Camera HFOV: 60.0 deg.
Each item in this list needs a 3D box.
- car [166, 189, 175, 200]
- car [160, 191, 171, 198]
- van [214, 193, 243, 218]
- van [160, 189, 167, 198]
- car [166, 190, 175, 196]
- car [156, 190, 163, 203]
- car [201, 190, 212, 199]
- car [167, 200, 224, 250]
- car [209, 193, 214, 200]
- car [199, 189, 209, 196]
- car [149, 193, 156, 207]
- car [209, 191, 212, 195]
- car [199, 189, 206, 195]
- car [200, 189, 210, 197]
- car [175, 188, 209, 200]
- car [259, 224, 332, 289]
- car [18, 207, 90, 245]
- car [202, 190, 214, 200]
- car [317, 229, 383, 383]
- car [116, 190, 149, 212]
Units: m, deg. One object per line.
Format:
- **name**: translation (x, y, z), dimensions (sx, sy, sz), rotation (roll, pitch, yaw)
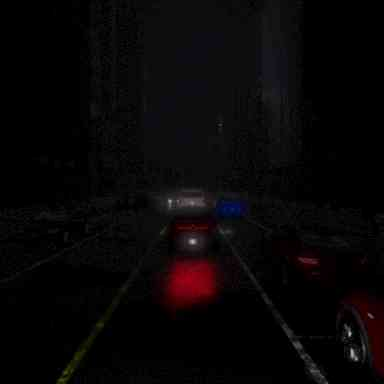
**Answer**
- **car**: translation (-3.044, 0.625, 58.405), dimensions (1.812, 1.442, 4.674), rotation (0, 1, 1)
- **car**: translation (-5.654, 0.483, 70.523), dimensions (1.947, 1.339, 4.313), rotation (0, 1, 0)
- **van**: translation (2.864, 0.969, 25.390), dimensions (1.690, 1.788, 3.998), rotation (0, 1, 0)
- **van**: translation (-5.654, 0.342, 64.882), dimensions (1.690, 1.788, 3.998), rotation (0, 1, 0)
- **car**: translation (-5.651, 0.225, 87.438), dimensions (1.887, 1.381, 4.507), rotation (0, 1, 0)
- **car**: translation (-5.658, 0.795, 47.762), dimensions (1.752, 1.417, 4.829), rotation (0, 1, 1)
- **car**: translation (2.871, 0.441, 64.866), dimensions (1.967, 1.590, 4.097), rotation (0, 1, 0)
- **car**: translation (0.046, 1.315, 13.265), dimensions (1.837, 1.490, 4.892), rotation (0, 1, 0)
- **car**: translation (2.866, 1.062, 31.204), dimensions (1.752, 1.417, 4.829), rotation (0, 1, 0)
- **car**: translation (2.874, 0.073, 81.781), dimensions (2.192, 1.841, 5.009), rotation (0, 1, 0)
- **car**: translation (-5.659, 0.764, 36.692), dimensions (2.192, 1.841, 5.009), rotation (0, 1, 0)
- **car**: translation (2.874, 0.879, 42.516), dimensions (1.752, 1.417, 4.829), rotation (0, 1, 1)
- **car**: translation (2.876, 0.043, 93.061), dimensions (1.967, 1.590, 4.097), rotation (0, 1, 0)
- **car**: translation (2.873, 0.152, 76.143), dimensions (2.192, 1.841, 5.009), rotation (0, 1, 0)
- **car**: translation (0.040, 0.824, 27.092), dimensions (2.150, 2.045, 5.566), rotation (0, 1, 1)
- **car**: translation (2.860, 1.460, 8.476), dimensions (1.802, 1.307, 4.206), rotation (0, 1, 0)
- **car**: translation (-5.665, 1.347, 14.139), dimensions (2.008, 1.369, 4.403), rotation (0, 1, 0)
- **car**: translation (2.870, 0.526, 59.229), dimensions (1.967, 1.590, 4.097), rotation (0, 1, 0)
- **car**: translation (2.859, 1.398, 2.834), dimensions (1.967, 1.590, 4.097), rotation (0, 1, 0)
- **car**: translation (-5.660, 0.854, 31.053), dimensions (2.192, 1.841, 5.009), rotation (0, 1, 0)
